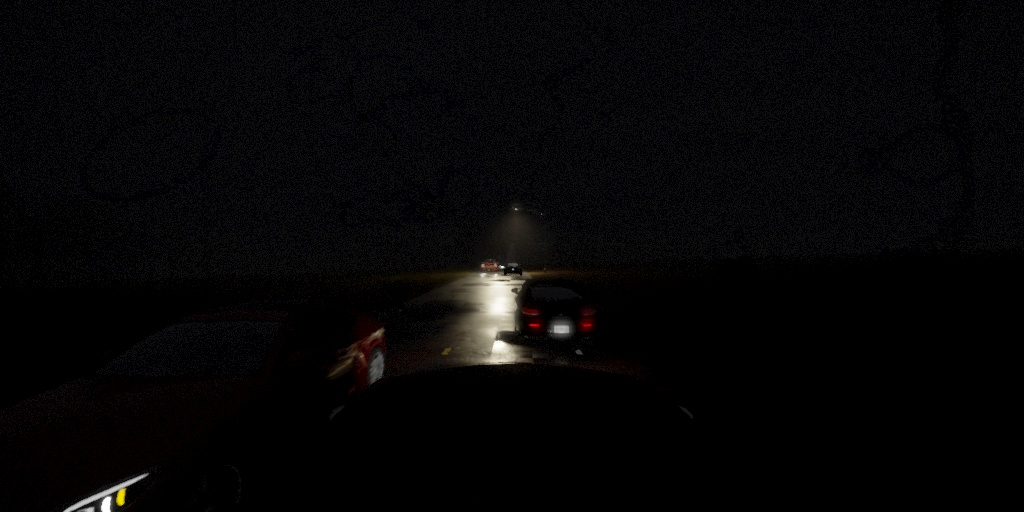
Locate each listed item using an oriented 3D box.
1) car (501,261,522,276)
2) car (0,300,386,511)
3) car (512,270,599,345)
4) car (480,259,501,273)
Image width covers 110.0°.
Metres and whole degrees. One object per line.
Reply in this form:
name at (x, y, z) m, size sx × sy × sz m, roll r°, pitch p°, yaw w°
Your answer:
car at (0.121, 1.374, 38.934) m, size 1.994 × 1.385 × 4.181 m, roll 0°, pitch 0°, yaw 1°
car at (-2.846, 1.274, 3.885) m, size 1.812 × 1.442 × 4.674 m, roll 0°, pitch 0°, yaw 0°
car at (0.973, 1.272, 9.327) m, size 1.812 × 1.442 × 4.674 m, roll 0°, pitch 0°, yaw 0°
car at (-2.795, 1.195, 45.474) m, size 2.097 × 1.767 × 4.553 m, roll 0°, pitch 0°, yaw 0°
